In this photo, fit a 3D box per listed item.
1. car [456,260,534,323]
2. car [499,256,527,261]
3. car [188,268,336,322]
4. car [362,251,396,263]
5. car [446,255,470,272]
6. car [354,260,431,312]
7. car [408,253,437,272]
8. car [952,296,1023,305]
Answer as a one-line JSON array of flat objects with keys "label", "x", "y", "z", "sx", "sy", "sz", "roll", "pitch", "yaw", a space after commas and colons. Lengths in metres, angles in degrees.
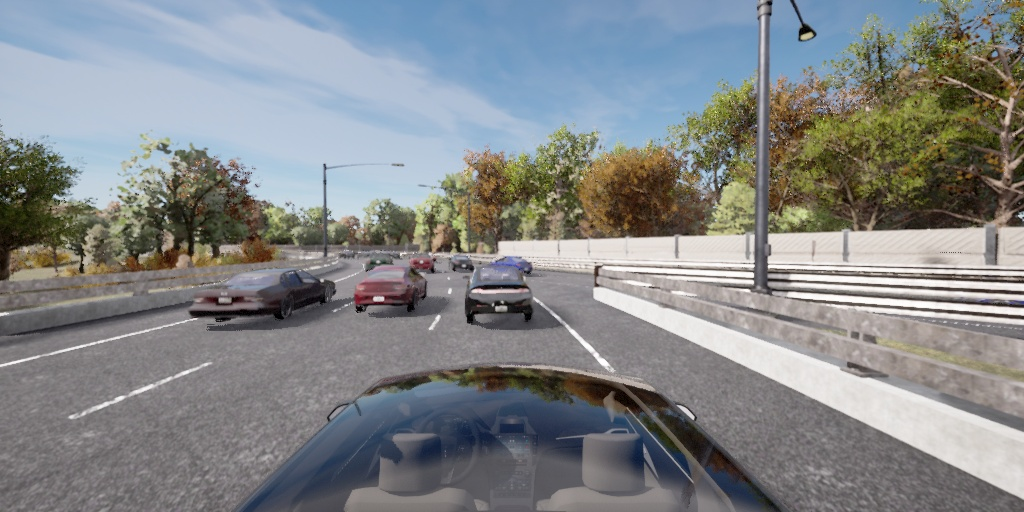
[{"label": "car", "x": -0.513, "y": 1.044, "z": 11.278, "sx": 2.128, "sy": 1.511, "sz": 4.902, "roll": 0, "pitch": 1, "yaw": -6}, {"label": "car", "x": -0.193, "y": 0.734, "z": 28.081, "sx": 1.812, "sy": 1.442, "sz": 4.674, "roll": -1, "pitch": 1, "yaw": -32}, {"label": "car", "x": -7.486, "y": 1.099, "z": 11.470, "sx": 2.033, "sy": 1.411, "sz": 5.357, "roll": 0, "pitch": 1, "yaw": -7}, {"label": "car", "x": -11.799, "y": 0.481, "z": 32.024, "sx": 2.097, "sy": 1.767, "sz": 4.553, "roll": 0, "pitch": 1, "yaw": -17}, {"label": "car", "x": -4.807, "y": 0.629, "z": 33.111, "sx": 1.812, "sy": 1.442, "sz": 4.674, "roll": 0, "pitch": 1, "yaw": -16}, {"label": "car", "x": -4.190, "y": 1.047, "z": 12.838, "sx": 1.812, "sy": 1.442, "sz": 4.674, "roll": 0, "pitch": 1, "yaw": -7}, {"label": "car", "x": -8.126, "y": 0.481, "z": 31.911, "sx": 2.097, "sy": 1.767, "sz": 4.553, "roll": 0, "pitch": 1, "yaw": -16}, {"label": "car", "x": 15.068, "y": 1.158, "z": 9.285, "sx": 4.674, "sy": 1.442, "sz": 1.812, "roll": 0, "pitch": 1, "yaw": 44}]
